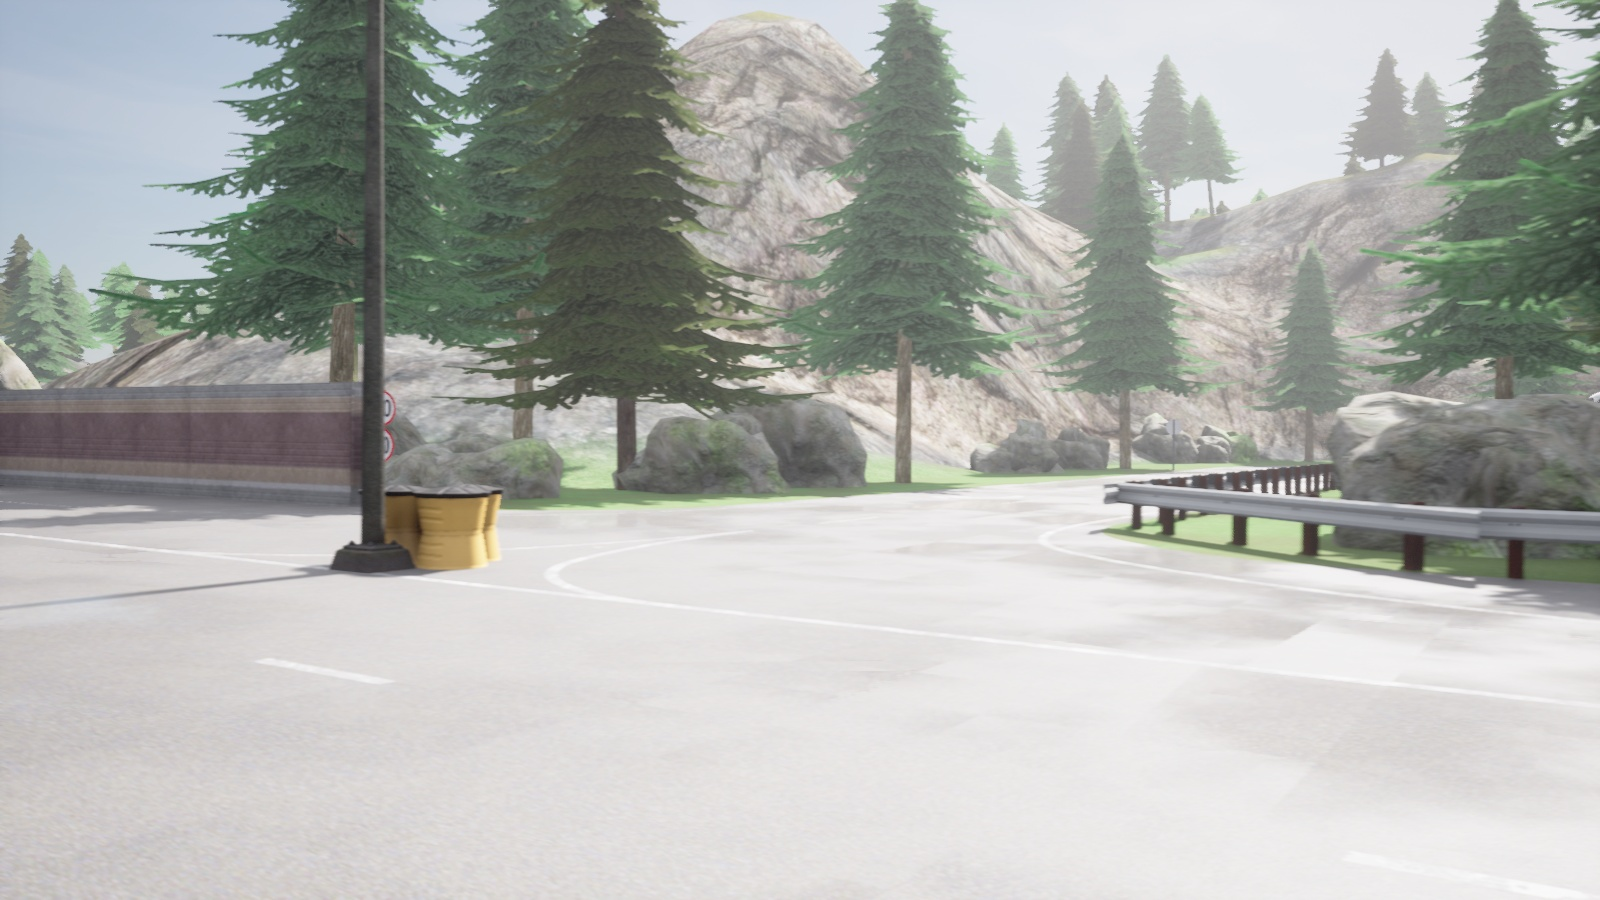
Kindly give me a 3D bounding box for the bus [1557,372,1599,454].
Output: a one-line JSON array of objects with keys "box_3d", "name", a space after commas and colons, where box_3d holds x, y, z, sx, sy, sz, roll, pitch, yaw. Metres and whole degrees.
[{"box_3d": [45.878, -1.965, 65.918, 10.273, 4.253, 3.944, 0, 0, 27], "name": "bus"}]
